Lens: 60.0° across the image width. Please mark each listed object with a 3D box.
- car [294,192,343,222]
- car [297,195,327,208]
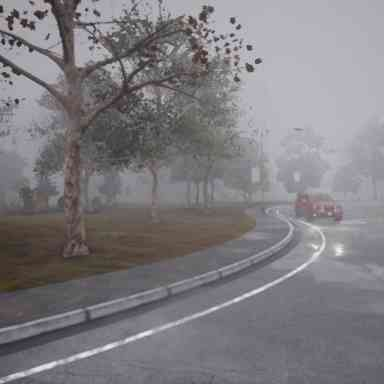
[{"bbox_3d":[9.287,1.072,24.932,2.150,2.045,5.566,-1,0,2],"label":"car"},{"bbox_3d":[15.426,1.175,42.707,1.994,1.385,4.181,0,1,45],"label":"car"}]
